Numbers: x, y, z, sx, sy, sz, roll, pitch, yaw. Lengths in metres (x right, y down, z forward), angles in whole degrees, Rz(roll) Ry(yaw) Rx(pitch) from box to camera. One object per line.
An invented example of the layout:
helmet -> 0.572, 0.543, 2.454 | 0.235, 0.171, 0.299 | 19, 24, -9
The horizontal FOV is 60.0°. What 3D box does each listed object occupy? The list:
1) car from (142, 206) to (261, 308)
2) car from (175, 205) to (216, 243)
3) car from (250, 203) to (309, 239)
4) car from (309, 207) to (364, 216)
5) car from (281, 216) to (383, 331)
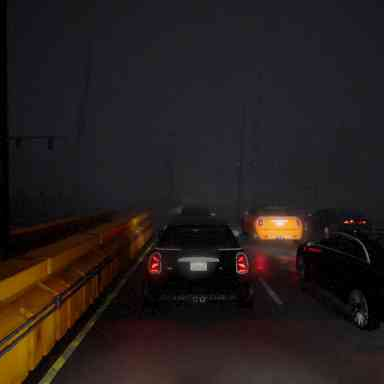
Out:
car -> 0.126, 1.352, 8.073 | 2.097, 1.767, 4.553 | 0, 0, 0
car -> 0.160, 1.505, 17.249 | 1.837, 1.490, 4.892 | 0, 0, 0
car -> 3.656, 1.352, 15.943 | 2.097, 1.767, 4.553 | 0, 0, 0
car -> 7.158, 1.505, 16.813 | 1.837, 1.490, 4.892 | 0, 0, 0
car -> 3.622, 1.492, 6.833 | 2.128, 1.511, 4.902 | 0, 0, 0
